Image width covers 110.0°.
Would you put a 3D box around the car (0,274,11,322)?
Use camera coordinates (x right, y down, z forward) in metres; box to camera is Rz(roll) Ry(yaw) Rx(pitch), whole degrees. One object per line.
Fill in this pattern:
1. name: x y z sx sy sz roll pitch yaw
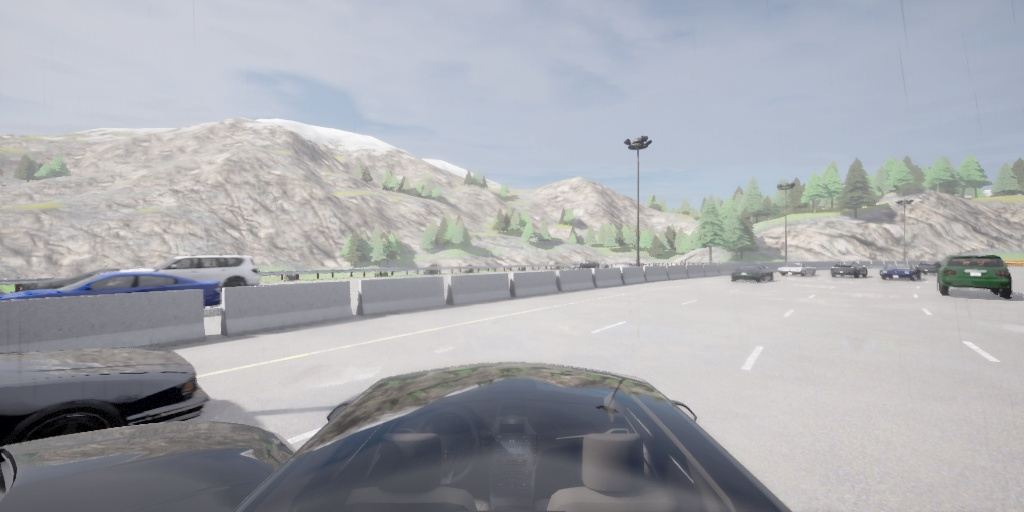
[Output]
1. car: -17.521 1.314 9.935 1.994 1.385 4.181 0 0 37

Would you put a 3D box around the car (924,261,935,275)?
1. car: 43.311 1.241 36.877 4.902 1.511 2.128 0 0 -31

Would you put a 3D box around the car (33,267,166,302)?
1. car: -20.298 1.314 17.835 1.994 1.385 4.181 0 0 38

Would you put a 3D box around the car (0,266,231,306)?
1. car: -12.219 1.227 11.163 1.882 1.535 5.008 0 0 38

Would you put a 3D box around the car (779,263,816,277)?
1. car: 28.367 1.351 35.531 4.718 1.301 1.895 0 0 -36

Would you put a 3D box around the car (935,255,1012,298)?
1. car: 23.953 0.970 18.715 5.566 2.045 2.150 0 0 -41

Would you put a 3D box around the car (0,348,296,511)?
1. car: -2.983 1.255 0.544 4.892 1.490 1.837 0 0 -45

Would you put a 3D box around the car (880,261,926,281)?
1. car: 32.304 1.351 29.743 4.718 1.301 1.895 0 0 -35

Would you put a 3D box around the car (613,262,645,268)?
1. car: 14.046 1.371 42.502 4.718 1.301 1.895 0 0 -38

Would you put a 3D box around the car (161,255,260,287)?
1. car: -15.893 0.971 17.823 2.150 2.045 5.566 0 0 39

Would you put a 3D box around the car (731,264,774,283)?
1. car: 18.957 1.314 28.196 4.181 1.385 1.994 0 0 -40

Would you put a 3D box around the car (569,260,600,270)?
1. car: 9.746 1.254 48.025 4.902 1.511 2.128 0 0 -38

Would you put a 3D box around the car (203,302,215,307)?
1. car: -5.642 1.297 2.408 2.033 1.411 5.357 0 0 38

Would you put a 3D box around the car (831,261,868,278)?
1. car: 31.373 1.241 33.354 4.902 1.511 2.128 0 0 -35
